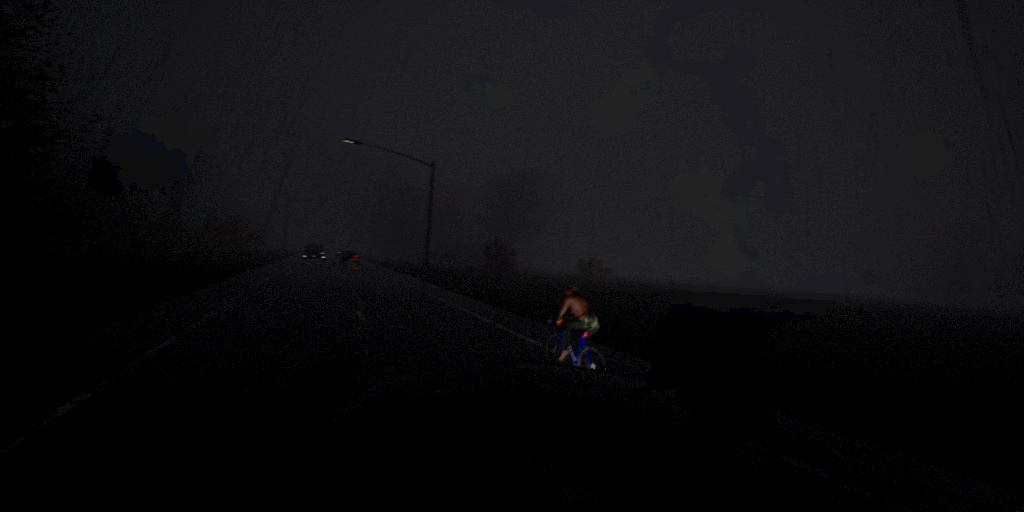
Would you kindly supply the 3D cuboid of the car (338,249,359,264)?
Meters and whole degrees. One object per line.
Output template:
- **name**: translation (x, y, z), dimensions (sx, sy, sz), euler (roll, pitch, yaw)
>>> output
- **car**: translation (-19.303, 0.092, 42.628), dimensions (1.837, 1.490, 4.892), euler (4, 0, -28)

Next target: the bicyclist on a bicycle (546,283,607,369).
- **bicyclist on a bicycle**: translation (1.052, 1.289, 6.039), dimensions (0.582, 1.620, 1.656), euler (4, -1, -28)

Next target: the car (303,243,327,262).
- **car**: translation (-22.969, -0.445, 41.787), dimensions (2.150, 2.045, 5.566), euler (4, 0, -27)
